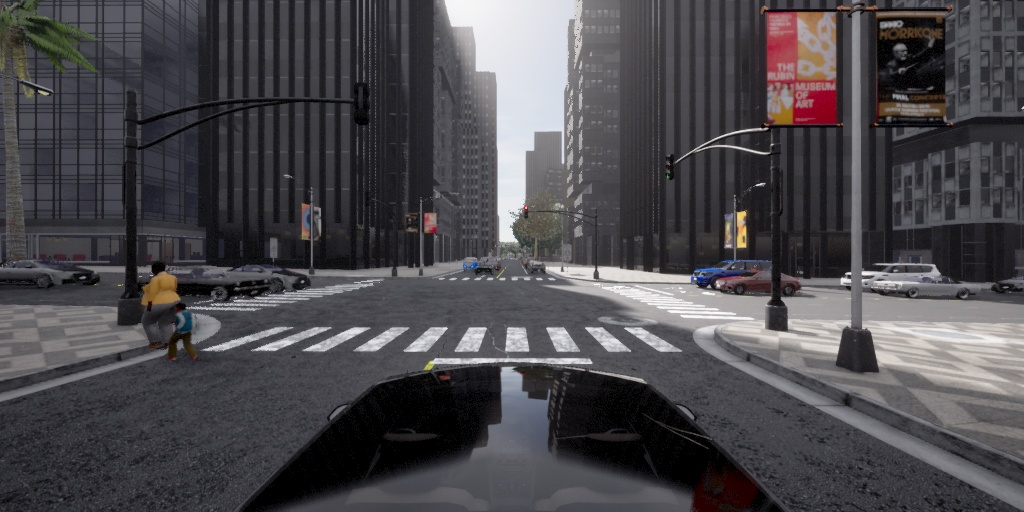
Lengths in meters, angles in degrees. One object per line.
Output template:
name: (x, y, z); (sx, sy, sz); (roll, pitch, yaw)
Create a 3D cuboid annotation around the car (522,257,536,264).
car: (3.160, 1.079, 58.322); (2.192, 1.841, 5.009); (0, 0, 1)

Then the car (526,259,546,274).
car: (2.993, 1.308, 41.784); (2.007, 1.370, 4.403); (0, 0, 1)

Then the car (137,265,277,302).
car: (-12.783, 1.141, 14.870); (4.718, 1.301, 1.895); (1, 0, 4)

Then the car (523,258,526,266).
car: (3.104, 1.312, 52.809); (2.007, 1.370, 4.403); (0, 0, 1)

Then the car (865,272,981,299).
car: (24.827, 1.841, 21.670); (4.718, 1.301, 1.895); (1, 0, 0)

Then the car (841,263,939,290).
car: (26.299, 1.496, 24.911); (5.566, 2.045, 2.150); (1, 0, 0)

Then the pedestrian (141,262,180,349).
pedestrian: (-7.344, 1.044, 7.517); (0.375, 1.860, 0.375); (0, 0, 0)

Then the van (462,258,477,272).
van: (-5.476, 1.101, 47.380); (1.690, 1.789, 3.998); (0, 0, 1)

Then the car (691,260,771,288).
car: (15.533, 1.294, 24.954); (5.566, 2.045, 2.150); (1, 0, 0)

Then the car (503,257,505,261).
car: (-2.674, 1.270, 59.533); (1.837, 1.490, 4.892); (0, 0, 1)

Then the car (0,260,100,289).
car: (-24.041, 0.913, 18.425); (4.181, 1.385, 1.994); (1, 0, 0)

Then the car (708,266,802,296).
car: (14.846, 1.579, 21.713); (4.674, 1.442, 1.812); (1, 0, 0)

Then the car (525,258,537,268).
car: (3.050, 1.285, 47.467); (1.751, 1.417, 4.829); (0, 0, 1)

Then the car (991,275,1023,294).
car: (36.251, 2.028, 24.856); (4.181, 1.385, 1.994); (1, 0, 0)

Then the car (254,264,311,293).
car: (-12.715, 1.112, 18.378); (4.181, 1.385, 1.994); (1, 0, 0)

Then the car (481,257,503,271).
car: (-2.783, 1.113, 49.283); (2.097, 1.767, 4.553); (0, 0, 1)

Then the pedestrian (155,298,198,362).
pedestrian: (-6.187, 1.424, 6.756); (0.500, 1.100, 0.500); (0, 0, 0)

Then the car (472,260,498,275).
car: (-2.890, 1.358, 39.000); (1.895, 1.301, 4.718); (0, 0, 1)
